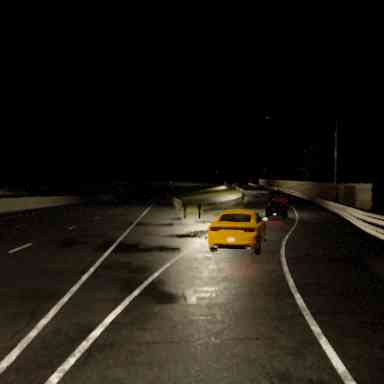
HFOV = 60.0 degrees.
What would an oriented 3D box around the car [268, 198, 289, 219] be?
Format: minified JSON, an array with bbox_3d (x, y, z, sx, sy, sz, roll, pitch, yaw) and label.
[{"bbox_3d":[7.903,1.670,31.079,1.837,1.490,4.892,1,0,18],"label":"car"}]

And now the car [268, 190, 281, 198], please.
[{"bbox_3d":[15.718,0.660,63.064,2.150,2.045,5.566,1,3,9],"label":"car"}]

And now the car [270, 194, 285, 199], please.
[{"bbox_3d":[12.339,1.479,46.762,1.882,1.535,5.008,1,1,14],"label":"car"}]

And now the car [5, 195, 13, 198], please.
[{"bbox_3d":[-29.438,1.226,54.893,1.837,1.490,4.892,1,0,-4],"label":"car"}]

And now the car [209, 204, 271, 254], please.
[{"bbox_3d":[2.041,1.483,13.810,1.882,1.535,5.008,0,0,16],"label":"car"}]

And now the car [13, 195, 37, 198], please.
[{"bbox_3d":[-25.758,1.244,52.613,2.128,1.511,4.902,1,0,-4],"label":"car"}]
